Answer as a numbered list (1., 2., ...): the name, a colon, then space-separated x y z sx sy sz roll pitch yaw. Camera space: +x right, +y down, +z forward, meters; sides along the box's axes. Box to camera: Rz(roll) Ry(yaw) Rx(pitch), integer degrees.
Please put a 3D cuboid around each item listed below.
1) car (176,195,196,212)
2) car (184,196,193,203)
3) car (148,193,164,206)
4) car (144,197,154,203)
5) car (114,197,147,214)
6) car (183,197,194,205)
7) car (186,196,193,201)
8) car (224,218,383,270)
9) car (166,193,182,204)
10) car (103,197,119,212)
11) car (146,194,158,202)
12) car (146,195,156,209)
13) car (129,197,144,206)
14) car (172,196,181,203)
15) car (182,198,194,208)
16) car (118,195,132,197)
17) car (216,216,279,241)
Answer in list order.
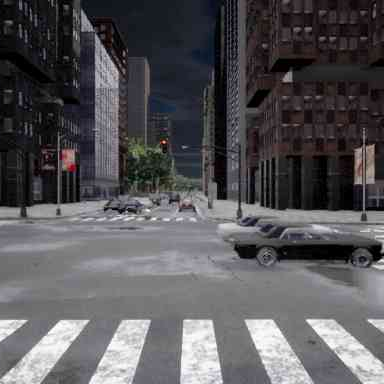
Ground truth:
1. car: -0.544 1.448 38.997 1.967 1.590 4.097 0 0 0
2. car: -0.701 1.613 71.717 1.752 1.417 4.829 0 0 0
3. car: -6.472 1.268 55.959 2.150 2.045 5.566 0 0 0
4. car: -9.226 1.669 71.515 1.802 1.307 4.206 0 0 0
5. car: -6.385 1.547 35.090 2.033 1.411 5.357 0 0 0
6. car: -0.648 1.603 60.697 1.887 1.381 4.507 0 0 0
7. car: -0.806 1.696 93.246 1.887 1.381 4.507 0 0 0
8. car: 3.620 1.685 10.937 4.718 1.301 1.895 1 0 0
9. car: -3.329 1.290 64.672 2.150 2.045 5.566 0 0 0
10. car: -9.069 1.574 38.959 1.947 1.339 4.313 0 0 0
11. car: -9.253 1.417 76.941 2.192 1.841 5.009 0 0 0
12. car: -6.433 1.548 45.316 1.812 1.442 4.674 0 0 0
13. car: -9.146 1.570 55.067 1.752 1.417 4.829 0 0 0
14. car: -3.468 1.651 75.398 1.994 1.385 4.181 0 0 0
15. car: -0.596 1.614 49.847 1.802 1.307 4.206 0 0 0
16. car: -9.096 1.335 44.385 2.192 1.841 5.009 0 0 0
17. car: 3.457 1.678 14.182 4.718 1.301 1.895 1 0 0
